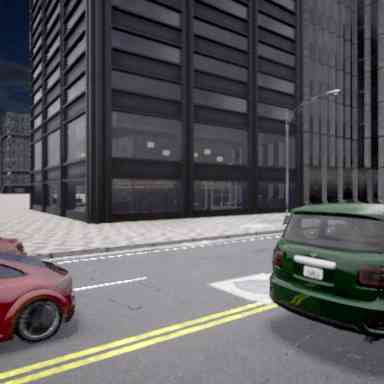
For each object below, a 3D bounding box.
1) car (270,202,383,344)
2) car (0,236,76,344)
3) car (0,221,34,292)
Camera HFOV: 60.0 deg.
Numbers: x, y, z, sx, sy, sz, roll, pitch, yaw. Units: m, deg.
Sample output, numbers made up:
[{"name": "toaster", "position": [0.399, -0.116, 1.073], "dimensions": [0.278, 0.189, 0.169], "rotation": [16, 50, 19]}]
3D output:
[{"name": "car", "position": [3.876, 1.216, 6.207], "dimensions": [5.566, 2.045, 2.150], "rotation": [0, 0, -36]}, {"name": "car", "position": [-3.935, 1.565, 4.872], "dimensions": [4.181, 1.385, 1.994], "rotation": [0, 0, -36]}, {"name": "car", "position": [-6.183, 1.527, 7.260], "dimensions": [4.674, 1.442, 1.812], "rotation": [0, 0, -36]}]
